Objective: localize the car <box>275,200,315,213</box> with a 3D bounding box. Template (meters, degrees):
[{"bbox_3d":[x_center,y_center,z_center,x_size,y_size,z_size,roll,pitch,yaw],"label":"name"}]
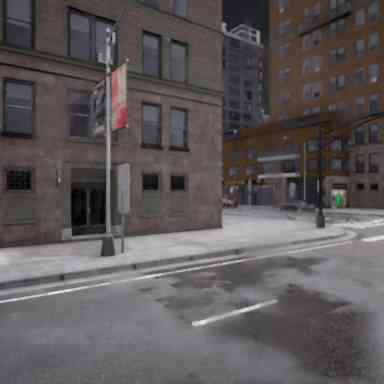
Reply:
[{"bbox_3d":[10.592,1.444,34.297,1.947,1.339,4.313,0,0,-35],"label":"car"}]

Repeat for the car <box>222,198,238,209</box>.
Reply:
[{"bbox_3d":[4.238,1.457,43.304,1.802,1.307,4.206,0,0,-35],"label":"car"}]
